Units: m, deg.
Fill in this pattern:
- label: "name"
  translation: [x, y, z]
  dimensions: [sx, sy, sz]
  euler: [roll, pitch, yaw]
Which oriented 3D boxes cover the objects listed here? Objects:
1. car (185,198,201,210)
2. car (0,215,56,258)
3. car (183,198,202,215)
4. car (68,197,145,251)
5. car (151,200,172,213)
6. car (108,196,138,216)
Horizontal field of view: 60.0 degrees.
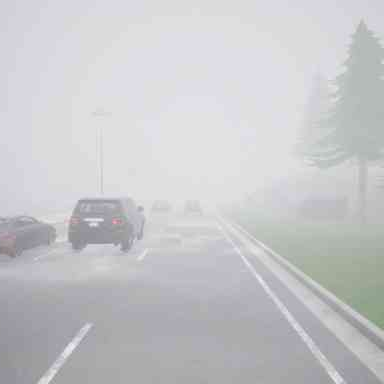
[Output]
- label: "car"
  translation: [0.137, 1.547, 44.474]
  dimensions: [2.033, 1.411, 5.357]
  euler: [0, 0, 1]
- label: "car"
  translation: [-6.900, 1.564, 12.821]
  dimensions: [1.994, 1.385, 4.181]
  euler: [0, 0, 0]
- label: "car"
  translation: [0.095, 1.547, 34.394]
  dimensions: [2.033, 1.411, 5.357]
  euler: [0, 0, 0]
- label: "car"
  translation: [-3.399, 1.221, 14.190]
  dimensions: [2.150, 2.045, 5.566]
  euler: [0, 0, 0]
- label: "car"
  translation: [-3.400, 1.564, 37.013]
  dimensions: [1.994, 1.385, 4.181]
  euler: [0, 0, 0]
- label: "car"
  translation: [-6.900, 1.353, 33.671]
  dimensions: [2.097, 1.767, 4.553]
  euler: [0, 0, 0]
